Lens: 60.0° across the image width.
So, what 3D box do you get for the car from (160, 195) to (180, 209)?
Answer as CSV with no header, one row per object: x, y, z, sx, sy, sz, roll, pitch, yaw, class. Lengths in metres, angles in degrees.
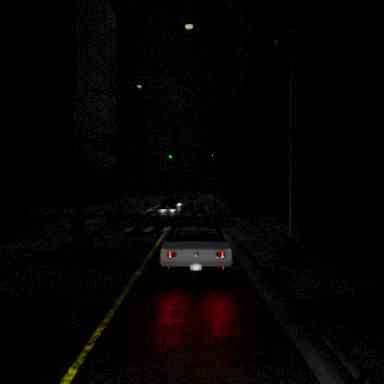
-3.085,1.466,44.158,2.033,1.411,5.357,0,0,0,car

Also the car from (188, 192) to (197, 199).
0.012,0.891,80.244,2.128,1.511,4.902,0,1,0,car

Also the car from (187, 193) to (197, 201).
0.010,0.998,70.213,2.097,1.767,4.553,0,1,0,car

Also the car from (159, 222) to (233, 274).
0.105,1.604,10.582,1.895,1.301,4.718,0,0,0,car
